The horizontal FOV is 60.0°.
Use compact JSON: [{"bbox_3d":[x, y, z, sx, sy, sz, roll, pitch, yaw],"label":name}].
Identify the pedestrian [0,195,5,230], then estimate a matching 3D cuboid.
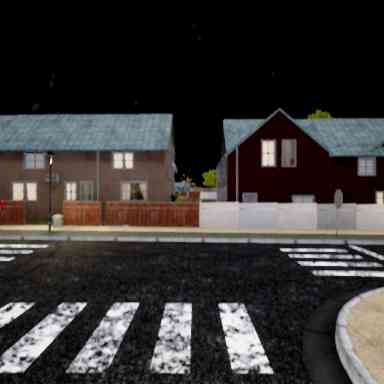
[{"bbox_3d":[-9.310,0.967,15.896,0.375,1.860,0.375,0,0,1],"label":"pedestrian"}]
